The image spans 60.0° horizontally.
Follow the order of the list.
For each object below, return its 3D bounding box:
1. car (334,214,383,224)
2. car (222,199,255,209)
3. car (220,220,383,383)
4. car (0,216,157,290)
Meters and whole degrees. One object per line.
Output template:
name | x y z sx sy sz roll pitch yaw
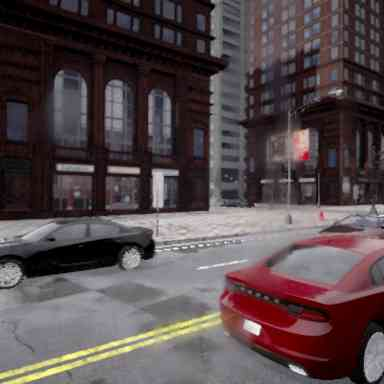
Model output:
car | 6.315 1.536 12.147 4.181 1.385 1.994 0 0 -35
car | 6.630 1.662 47.816 2.033 1.411 5.357 1 -1 -35
car | 2.728 1.461 5.377 5.008 1.535 1.882 0 0 -35
car | -3.404 1.467 9.237 5.008 1.535 1.882 0 0 -35
